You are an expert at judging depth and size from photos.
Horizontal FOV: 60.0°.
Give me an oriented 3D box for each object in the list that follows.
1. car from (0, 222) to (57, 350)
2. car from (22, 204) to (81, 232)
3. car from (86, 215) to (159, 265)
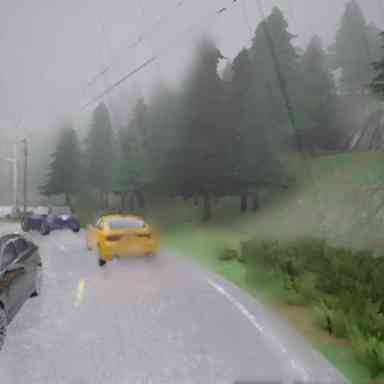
[{"bbox_3d":[-3.931,1.549,5.829,2.128,1.511,4.902,0,-1,-14],"label":"car"},{"bbox_3d":[-8.744,1.547,20.469,4.553,1.767,2.097,-1,-1,45],"label":"car"},{"bbox_3d":[-2.719,1.593,12.330,1.882,1.535,5.008,0,-1,-24],"label":"car"}]
